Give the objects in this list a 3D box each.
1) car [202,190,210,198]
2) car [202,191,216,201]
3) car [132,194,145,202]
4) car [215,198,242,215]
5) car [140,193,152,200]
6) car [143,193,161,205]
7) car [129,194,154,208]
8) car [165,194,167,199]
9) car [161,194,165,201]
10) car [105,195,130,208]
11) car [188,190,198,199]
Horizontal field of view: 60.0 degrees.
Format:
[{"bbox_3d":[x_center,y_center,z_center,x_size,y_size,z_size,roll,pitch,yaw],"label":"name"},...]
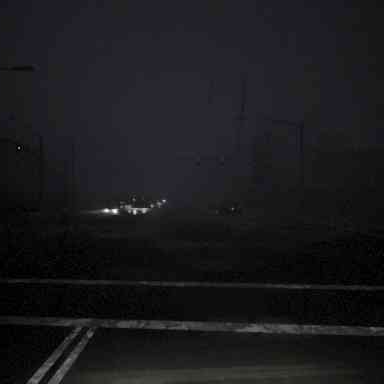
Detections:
[{"bbox_3d":[3.711,0.497,88.084,2.097,1.767,4.553,0,1,0],"label":"car"},{"bbox_3d":[3.765,0.752,68.842,2.150,2.045,5.566,0,1,0],"label":"car"},{"bbox_3d":[-10.346,1.178,64.516,1.994,1.385,4.181,0,1,0],"label":"car"},{"bbox_3d":[3.739,1.528,33.140,1.994,1.385,4.181,0,0,-2],"label":"car"},{"bbox_3d":[-10.320,0.948,75.135,2.033,1.411,5.357,0,1,0],"label":"car"},{"bbox_3d":[-6.872,1.305,55.215,2.033,1.411,5.357,0,1,0],"label":"car"},{"bbox_3d":[-6.917,1.431,45.984,1.994,1.385,4.181,0,1,1],"label":"car"},{"bbox_3d":[-6.820,1.003,75.141,1.895,1.301,4.718,0,1,0],"label":"car"},{"bbox_3d":[-6.846,1.210,64.793,1.895,1.301,4.718,0,1,0],"label":"car"},{"bbox_3d":[-10.419,1.369,45.371,2.128,1.511,4.902,0,1,1],"label":"car"},{"bbox_3d":[0.183,0.604,76.548,2.150,2.045,5.566,0,1,0],"label":"car"}]
